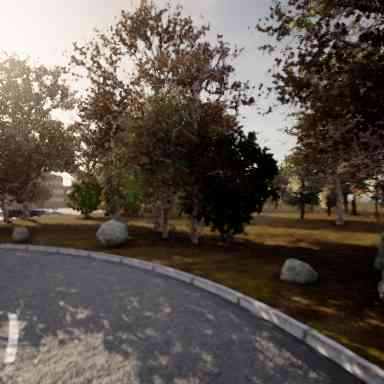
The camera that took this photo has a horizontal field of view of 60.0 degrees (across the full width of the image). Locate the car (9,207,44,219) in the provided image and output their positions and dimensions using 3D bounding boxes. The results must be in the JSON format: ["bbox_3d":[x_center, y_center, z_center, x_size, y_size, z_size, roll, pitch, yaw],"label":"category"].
[{"bbox_3d":[-21.891,2.667,43.730,1.882,1.535,5.008,-1,-2,24],"label":"car"}]
